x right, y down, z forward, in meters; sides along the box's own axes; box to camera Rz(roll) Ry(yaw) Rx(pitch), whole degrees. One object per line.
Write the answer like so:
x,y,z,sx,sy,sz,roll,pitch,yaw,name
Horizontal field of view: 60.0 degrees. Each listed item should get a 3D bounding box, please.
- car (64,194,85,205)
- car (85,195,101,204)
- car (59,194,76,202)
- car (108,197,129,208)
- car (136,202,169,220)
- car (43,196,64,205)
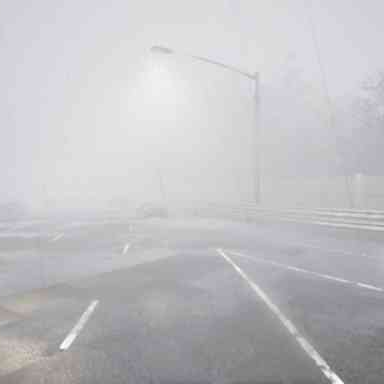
-21.686,1.536,59.979,2.033,1.411,5.357,0,0,-35,car
-18.433,1.436,61.511,1.882,1.535,5.008,0,0,-35,car
-27.583,1.340,73.592,2.097,1.767,4.553,-1,0,-41,car
-10.586,1.463,47.868,2.033,1.411,5.357,0,0,-28,car
-3.351,1.493,27.569,2.033,1.411,5.357,0,0,-19,car
-24.603,1.498,58.044,2.128,1.511,4.902,0,0,-35,car
